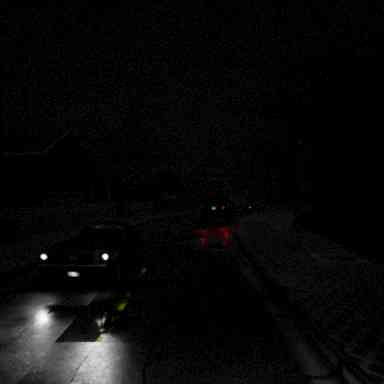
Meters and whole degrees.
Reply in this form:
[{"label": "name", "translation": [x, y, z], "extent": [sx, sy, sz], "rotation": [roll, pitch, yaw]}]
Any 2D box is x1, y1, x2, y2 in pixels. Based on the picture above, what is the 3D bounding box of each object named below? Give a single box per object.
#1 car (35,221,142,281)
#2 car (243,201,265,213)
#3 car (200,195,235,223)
[{"label": "car", "translation": [-2.752, 1.602, 9.947], "extent": [1.895, 1.301, 4.718], "rotation": [0, 0, 0]}, {"label": "car", "translation": [7.900, 1.861, 42.120], "extent": [1.994, 1.385, 4.181], "rotation": [0, -1, 26]}, {"label": "car", "translation": [2.099, 1.284, 26.138], "extent": [2.150, 2.045, 5.566], "rotation": [0, -1, 12]}]
